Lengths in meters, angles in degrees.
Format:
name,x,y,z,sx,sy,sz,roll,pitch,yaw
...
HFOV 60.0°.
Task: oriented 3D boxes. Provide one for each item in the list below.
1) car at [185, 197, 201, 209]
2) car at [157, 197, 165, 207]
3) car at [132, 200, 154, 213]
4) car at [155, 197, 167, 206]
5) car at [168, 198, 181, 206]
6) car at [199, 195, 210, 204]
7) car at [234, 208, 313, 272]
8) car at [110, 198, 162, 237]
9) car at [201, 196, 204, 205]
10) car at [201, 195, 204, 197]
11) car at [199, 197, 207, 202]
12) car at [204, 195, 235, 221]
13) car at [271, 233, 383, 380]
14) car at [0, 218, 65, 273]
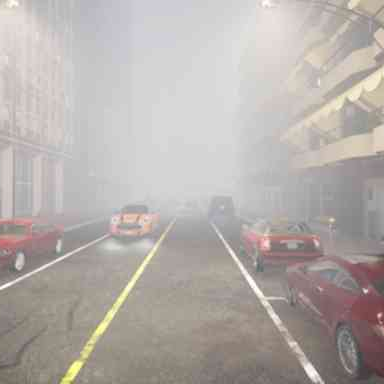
name,x,y,z,sx,sy,sz,roll,pitch,yaw
car,0.026,1.767,48.872,1.895,1.301,4.718,0,0,0
car,-5.683,1.722,50.400,2.008,1.369,4.403,0,0,0
car,-5.685,1.696,39.103,1.947,1.339,4.313,0,0,0
car,-5.682,1.741,61.527,1.752,1.417,4.829,0,0,0
car,-3.037,1.729,58.815,1.812,1.442,4.674,0,0,1
car,2.700,1.576,72.995,2.192,1.841,5.009,0,0,0
car,2.693,1.475,10.861,1.967,1.590,4.097,0,0,0
car,-3.098,1.412,18.536,2.097,1.767,4.553,0,0,0
car,2.697,1.722,50.400,2.008,1.369,4.403,0,0,0
car,2.698,1.656,61.697,1.967,1.590,4.097,0,0,0
car,2.701,1.888,84.291,1.802,1.307,4.206,0,0,0
car,2.397,1.321,28.548,2.150,2.045,5.566,0,0,0
car,2.692,1.599,5.212,1.802,1.307,4.206,0,0,0
car,-5.688,1.580,10.861,1.887,1.381,4.507,0,0,0
